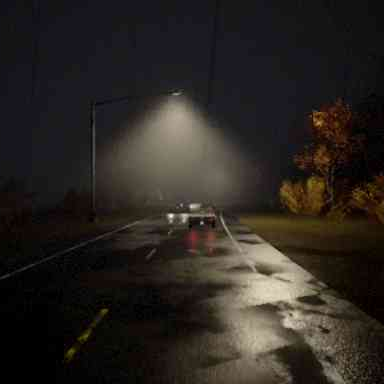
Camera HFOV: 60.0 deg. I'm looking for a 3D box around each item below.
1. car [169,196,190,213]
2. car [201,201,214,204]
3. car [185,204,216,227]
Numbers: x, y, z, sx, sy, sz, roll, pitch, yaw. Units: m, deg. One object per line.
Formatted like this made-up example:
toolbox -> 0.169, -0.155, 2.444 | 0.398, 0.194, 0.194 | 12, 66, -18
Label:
car -> -1.532, 1.594, 43.349 | 2.150, 2.045, 5.566 | 0, -1, 5
car -> 1.963, 1.865, 41.550 | 2.128, 1.511, 4.902 | 0, -1, 5
car -> 0.792, 1.827, 24.686 | 1.895, 1.301, 4.718 | 0, -1, 3
